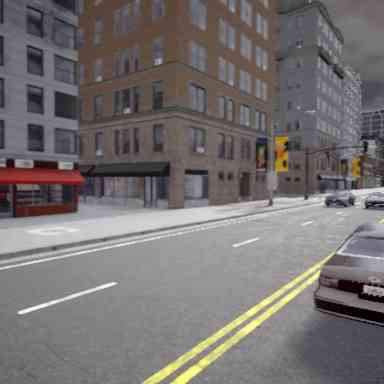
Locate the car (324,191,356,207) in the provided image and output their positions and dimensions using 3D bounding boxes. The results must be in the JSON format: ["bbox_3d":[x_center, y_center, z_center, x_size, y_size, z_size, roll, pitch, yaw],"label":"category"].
[{"bbox_3d":[14.061,0.598,31.278,2.033,1.411,5.357,2,2,37],"label":"car"}]

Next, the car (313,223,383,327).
[{"bbox_3d":[4.003,1.343,6.589,2.033,1.411,5.357,2,2,36],"label":"car"}]

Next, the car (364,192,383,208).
[{"bbox_3d":[16.587,0.672,29.234,2.033,1.411,5.357,2,2,37],"label":"car"}]
